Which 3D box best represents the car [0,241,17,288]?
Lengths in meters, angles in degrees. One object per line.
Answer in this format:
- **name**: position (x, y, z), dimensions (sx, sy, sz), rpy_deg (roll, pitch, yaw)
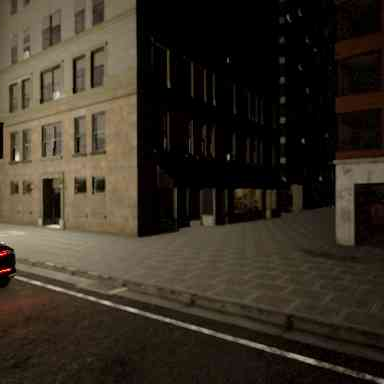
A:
- **car**: position (-6.158, 1.536, 8.082), dimensions (4.902, 1.511, 2.128), rpy_deg (0, 0, 36)
